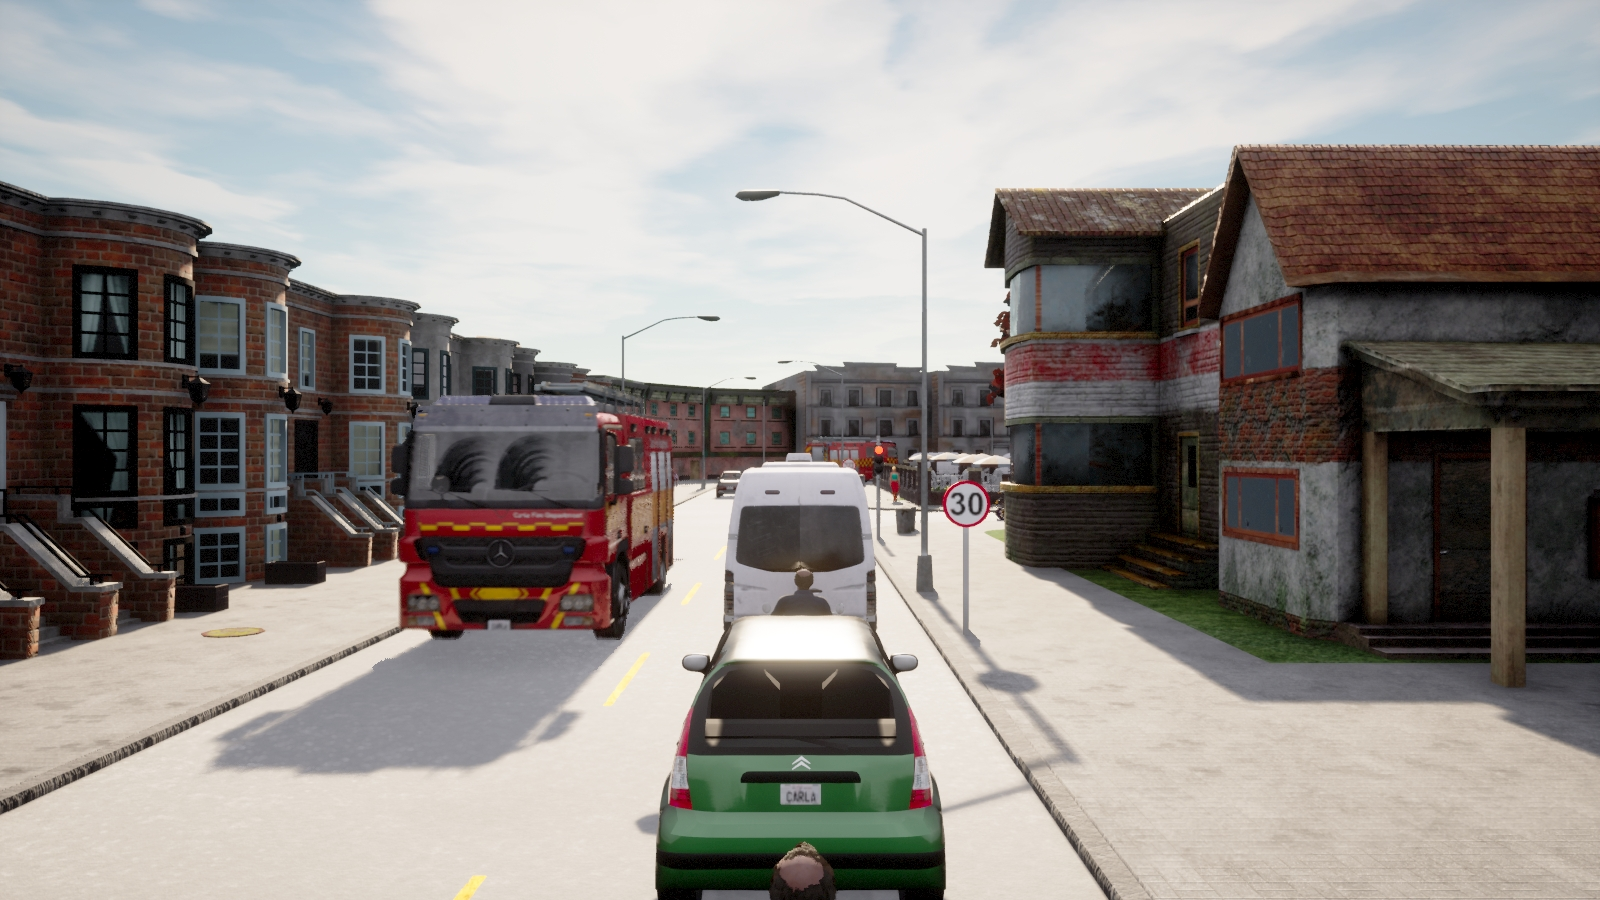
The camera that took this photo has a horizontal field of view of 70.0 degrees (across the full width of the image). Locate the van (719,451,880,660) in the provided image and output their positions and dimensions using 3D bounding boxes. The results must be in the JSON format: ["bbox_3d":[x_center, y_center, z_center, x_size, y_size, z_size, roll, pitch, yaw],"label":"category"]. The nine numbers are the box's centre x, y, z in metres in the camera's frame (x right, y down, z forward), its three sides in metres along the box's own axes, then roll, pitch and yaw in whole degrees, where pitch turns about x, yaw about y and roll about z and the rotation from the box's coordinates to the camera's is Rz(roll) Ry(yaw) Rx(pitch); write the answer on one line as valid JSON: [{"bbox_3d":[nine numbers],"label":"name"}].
[{"bbox_3d":[-0.006,1.308,17.043,1.988,2.561,5.915,0,0,0],"label":"van"}]

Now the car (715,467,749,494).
[{"bbox_3d":[-4.014,1.781,67.520,1.789,1.549,3.705,0,0,0],"label":"car"}]

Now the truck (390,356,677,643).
[{"bbox_3d":[-4.004,0.663,19.452,2.891,3.827,8.468,0,0,0],"label":"truck"}]

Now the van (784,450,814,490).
[{"bbox_3d":[-0.059,1.286,76.777,1.988,2.561,5.915,0,0,0],"label":"van"}]

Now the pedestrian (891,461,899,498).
[{"bbox_3d":[4.769,1.494,57.614,0.375,1.860,0.375,0,0,0],"label":"pedestrian"}]

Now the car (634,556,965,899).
[{"bbox_3d":[-0.003,1.776,8.384,1.851,1.617,3.988,0,0,0],"label":"car"}]
